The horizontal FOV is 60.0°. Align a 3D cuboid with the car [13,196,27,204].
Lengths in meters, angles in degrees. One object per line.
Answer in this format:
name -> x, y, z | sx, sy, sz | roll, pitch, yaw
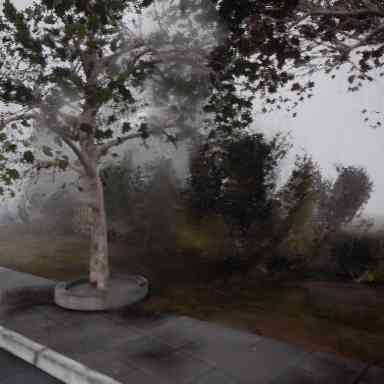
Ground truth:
car -> -28.818, 1.340, 57.451 | 1.882, 1.535, 5.008 | 2, -2, 1
